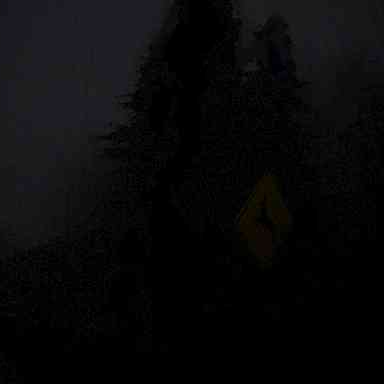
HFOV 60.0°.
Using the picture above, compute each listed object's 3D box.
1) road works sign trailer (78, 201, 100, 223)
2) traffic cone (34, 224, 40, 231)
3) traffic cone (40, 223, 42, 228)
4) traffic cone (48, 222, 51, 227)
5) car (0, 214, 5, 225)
[{"bbox_3d":[-9.252,2.588,31.002,2.880,2.380,3.560,41,-4,-3],"label":"road works sign trailer"},{"bbox_3d":[-15.970,3.661,33.927,0.340,0.580,0.340,1,-3,-20],"label":"traffic cone"},{"bbox_3d":[-16.659,3.749,35.802,0.340,0.580,0.340,1,-3,-20],"label":"traffic cone"},{"bbox_3d":[-17.098,3.938,39.888,0.340,0.580,0.340,1,-2,-19],"label":"traffic cone"},{"bbox_3d":[-29.643,3.817,49.132,5.566,2.045,2.150,-3,-2,41],"label":"car"}]
